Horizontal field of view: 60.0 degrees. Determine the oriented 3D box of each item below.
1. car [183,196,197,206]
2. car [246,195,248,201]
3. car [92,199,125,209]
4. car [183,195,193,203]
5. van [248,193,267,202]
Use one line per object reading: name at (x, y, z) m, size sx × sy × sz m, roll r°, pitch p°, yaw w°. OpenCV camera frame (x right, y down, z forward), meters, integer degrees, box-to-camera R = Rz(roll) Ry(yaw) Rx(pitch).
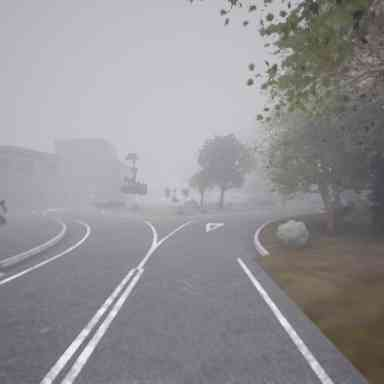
car at (-0.269, 1.813, 62.056) m, size 1.812 × 1.442 × 4.674 m, roll 0°, pitch 0°, yaw -11°
car at (18.374, 2.069, 92.358) m, size 4.792 × 1.488 × 2.163 m, roll 0°, pitch 1°, yaw 1°
car at (-11.994, 1.724, 48.136) m, size 1.895 × 1.301 × 4.718 m, roll -2°, pitch -2°, yaw 36°
car at (-0.864, 1.598, 77.141) m, size 2.097 × 1.767 × 4.553 m, roll 0°, pitch 0°, yaw 1°
van at (18.170, 1.852, 89.585) m, size 4.442 × 1.987 × 1.878 m, roll 0°, pitch 1°, yaw 1°
